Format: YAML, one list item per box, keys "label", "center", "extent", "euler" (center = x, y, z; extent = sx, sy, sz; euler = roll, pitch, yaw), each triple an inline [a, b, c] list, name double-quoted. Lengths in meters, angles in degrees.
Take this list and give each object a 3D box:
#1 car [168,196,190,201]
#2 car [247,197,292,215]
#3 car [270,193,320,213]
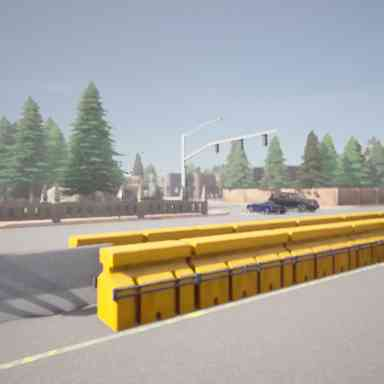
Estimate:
- label: "car"
  center: [-2.910, 1.363, 48.357]
  extent: [1.882, 1.535, 5.008]
  euler: [0, 0, -35]
- label: "car"
  center: [7.205, 1.490, 32.273]
  extent: [1.895, 1.301, 4.718]
  euler: [0, 0, -19]
- label: "car"
  center: [10.758, 1.090, 35.723]
  extent: [2.150, 2.045, 5.566]
  euler: [-1, 0, -40]
